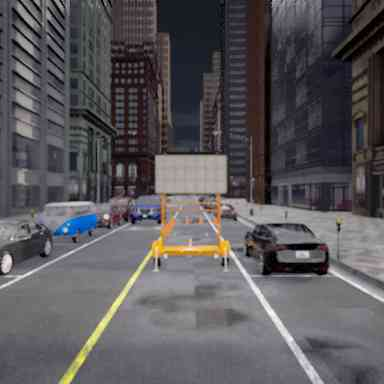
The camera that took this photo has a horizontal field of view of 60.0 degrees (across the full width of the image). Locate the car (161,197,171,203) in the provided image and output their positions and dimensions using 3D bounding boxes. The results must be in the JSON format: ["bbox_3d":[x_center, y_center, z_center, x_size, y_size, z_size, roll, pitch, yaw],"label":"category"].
[{"bbox_3d":[-6.002,1.759,77.914,1.947,1.339,4.313,0,0,0],"label":"car"}]

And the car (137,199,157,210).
[{"bbox_3d":[-5.898,1.646,44.095,2.008,1.369,4.403,0,0,0],"label":"car"}]

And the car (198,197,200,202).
[{"bbox_3d":[2.574,1.456,61.035,2.192,1.841,5.009,0,0,0],"label":"car"}]

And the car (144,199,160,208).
[{"bbox_3d":[-5.915,1.692,49.732,1.802,1.307,4.206,0,0,0],"label":"car"}]

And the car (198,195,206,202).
[{"bbox_3d":[2.505,1.652,83.579,1.967,1.590,4.097,0,0,0],"label":"car"}]

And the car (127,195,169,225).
[{"bbox_3d":[-3.175,1.274,25.175,2.150,2.045,5.566,0,0,0],"label":"car"}]

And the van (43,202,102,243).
[{"bbox_3d":[-5.812,1.373,15.913,1.690,1.788,3.998,0,0,0],"label":"van"}]

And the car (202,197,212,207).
[{"bbox_3d":[2.627,1.678,44.127,1.802,1.307,4.206,0,0,0],"label":"car"}]

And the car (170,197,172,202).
[{"bbox_3d":[-5.985,1.741,72.278,1.947,1.339,4.313,0,0,0],"label":"car"}]

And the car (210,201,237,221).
[{"bbox_3d":[2.679,1.639,27.218,1.802,1.307,4.206,0,0,0],"label":"car"}]

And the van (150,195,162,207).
[{"bbox_3d":[-5.933,1.466,55.369,1.690,1.788,3.998,0,0,0],"label":"van"}]

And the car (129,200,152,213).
[{"bbox_3d":[-5.880,1.648,38.459,1.947,1.339,4.313,0,0,0],"label":"car"}]

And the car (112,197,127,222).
[{"bbox_3d":[-5.847,1.372,27.186,2.192,1.841,5.009,0,0,0],"label":"car"}]

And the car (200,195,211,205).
[{"bbox_3d":[2.609,1.550,49.763,1.967,1.590,4.097,0,0,0],"label":"car"}]

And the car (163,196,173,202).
[{"bbox_3d":[-6.019,1.763,83.551,2.008,1.369,4.403,0,0,0],"label":"car"}]

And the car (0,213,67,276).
[{"bbox_3d":[-5.794,1.571,10.275,2.008,1.369,4.403,0,0,0],"label":"car"}]

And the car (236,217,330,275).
[{"bbox_3d":[2.731,1.586,10.308,1.947,1.339,4.313,0,0,0],"label":"car"}]

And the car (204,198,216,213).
[{"bbox_3d":[2.645,1.664,38.490,1.802,1.307,4.206,0,0,0],"label":"car"}]

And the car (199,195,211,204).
[{"bbox_3d":[2.557,1.473,66.671,2.192,1.841,5.009,0,0,0],"label":"car"}]

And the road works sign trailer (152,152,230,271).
[{"bbox_3d":[-0.031,0.486,10.910,2.380,3.560,2.880,0,0,0],"label":"road works sign trailer"}]

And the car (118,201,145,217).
[{"bbox_3d":[-5.863,1.635,32.822,1.947,1.339,4.313,0,0,0],"label":"car"}]

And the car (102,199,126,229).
[{"bbox_3d":[-5.829,1.485,21.549,1.967,1.590,4.097,0,0,0],"label":"car"}]
